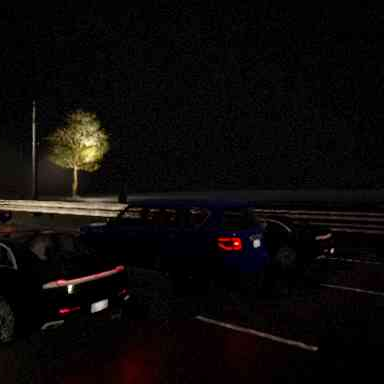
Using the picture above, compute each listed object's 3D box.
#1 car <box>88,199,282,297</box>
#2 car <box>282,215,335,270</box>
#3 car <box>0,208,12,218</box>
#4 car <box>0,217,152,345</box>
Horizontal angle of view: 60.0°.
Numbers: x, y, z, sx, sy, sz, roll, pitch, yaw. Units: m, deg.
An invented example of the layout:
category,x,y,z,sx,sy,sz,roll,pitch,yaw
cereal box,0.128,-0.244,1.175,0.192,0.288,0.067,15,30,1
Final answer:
category,x,y,z,sx,sy,sz,roll,pitch,yaw
car,-0.759,1.217,8.834,5.566,2.045,2.150,0,0,35
car,2.113,1.488,11.081,4.902,1.511,2.128,0,0,36
car,-14.505,1.557,22.937,4.718,1.301,1.895,0,0,36
car,-3.354,1.486,6.383,4.902,1.511,2.128,0,0,36
